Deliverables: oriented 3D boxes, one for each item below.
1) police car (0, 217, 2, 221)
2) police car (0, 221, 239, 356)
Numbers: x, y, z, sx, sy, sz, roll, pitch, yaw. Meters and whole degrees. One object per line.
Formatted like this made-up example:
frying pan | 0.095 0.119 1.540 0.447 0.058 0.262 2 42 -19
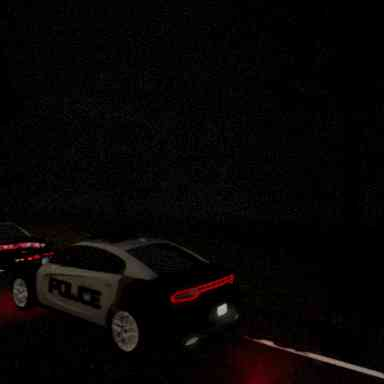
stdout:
police car | -6.431 1.544 9.992 5.238 1.638 1.930 0 -1 37
police car | -1.631 1.520 6.395 5.238 1.638 1.930 0 -1 37
